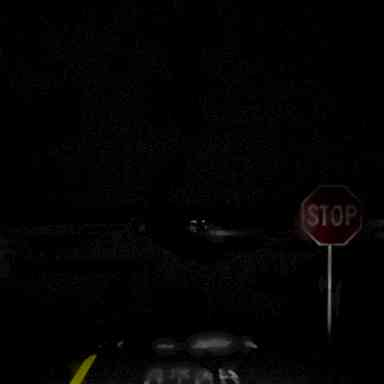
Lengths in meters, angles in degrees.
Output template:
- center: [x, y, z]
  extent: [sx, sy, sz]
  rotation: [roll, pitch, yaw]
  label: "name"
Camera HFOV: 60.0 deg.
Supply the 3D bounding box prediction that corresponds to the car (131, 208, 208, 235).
- center: [-1.215, 1.565, 18.269]
  extent: [4.181, 1.385, 1.994]
  rotation: [0, 0, 0]
  label: "car"
